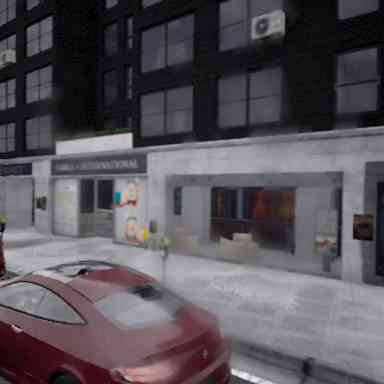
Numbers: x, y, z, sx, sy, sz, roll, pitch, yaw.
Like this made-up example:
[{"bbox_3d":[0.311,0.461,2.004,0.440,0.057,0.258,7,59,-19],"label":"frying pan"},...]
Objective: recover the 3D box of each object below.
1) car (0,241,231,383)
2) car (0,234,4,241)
[{"bbox_3d":[-1.534,1.541,4.177,4.206,1.307,1.802,1,1,36],"label":"car"},{"bbox_3d":[-6.135,1.207,7.468,5.009,1.841,2.192,1,1,36],"label":"car"}]
